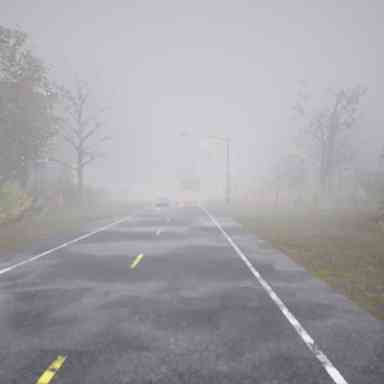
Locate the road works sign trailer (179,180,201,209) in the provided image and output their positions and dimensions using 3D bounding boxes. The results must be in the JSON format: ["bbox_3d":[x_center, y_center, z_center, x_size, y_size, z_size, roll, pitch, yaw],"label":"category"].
[{"bbox_3d":[-0.167,0.306,40.512,2.380,3.560,2.880,0,0,1],"label":"road works sign trailer"}]

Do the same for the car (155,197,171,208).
[{"bbox_3d":[-3.789,1.373,44.756,2.033,1.411,5.357,0,0,0],"label":"car"}]
